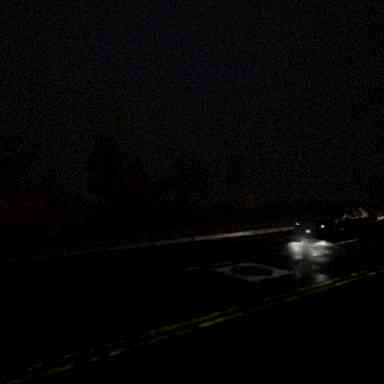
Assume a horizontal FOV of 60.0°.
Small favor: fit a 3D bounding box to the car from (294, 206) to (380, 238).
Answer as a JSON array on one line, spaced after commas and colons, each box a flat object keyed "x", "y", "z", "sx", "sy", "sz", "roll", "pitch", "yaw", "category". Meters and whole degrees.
[{"x": 7.603, "y": 1.433, "z": 17.131, "sx": 5.357, "sy": 1.411, "sz": 2.033, "roll": 0, "pitch": 0, "yaw": -35, "category": "car"}]
